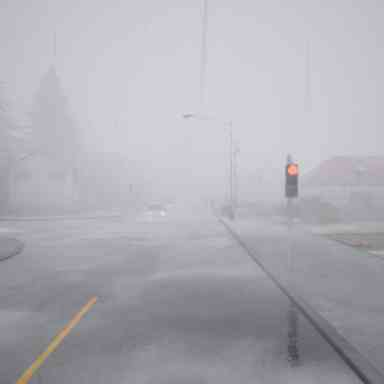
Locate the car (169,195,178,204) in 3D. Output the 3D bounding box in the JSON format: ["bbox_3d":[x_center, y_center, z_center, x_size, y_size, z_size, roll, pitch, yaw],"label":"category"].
[{"bbox_3d":[-3.969,1.277,56.087,2.128,1.511,4.902,0,0,1],"label":"car"}]

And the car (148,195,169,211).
[{"bbox_3d":[-4.028,1.377,38.861,1.812,1.442,4.674,0,1,0],"label":"car"}]

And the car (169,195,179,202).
[{"bbox_3d":[-3.886,1.401,71.774,1.837,1.490,4.892,0,0,0],"label":"car"}]
